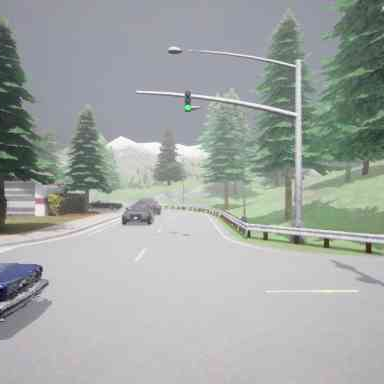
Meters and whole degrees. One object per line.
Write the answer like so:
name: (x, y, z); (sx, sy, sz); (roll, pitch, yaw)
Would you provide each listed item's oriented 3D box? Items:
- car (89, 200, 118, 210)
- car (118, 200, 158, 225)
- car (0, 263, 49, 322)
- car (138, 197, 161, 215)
car: (-11.147, 1.608, 41.838); (4.718, 1.301, 1.895); (0, 0, 14)
car: (-3.840, 1.564, 24.267); (1.994, 1.385, 4.181); (0, 0, -2)
car: (-5.095, 1.626, 5.683); (4.718, 1.301, 1.895); (0, 0, -1)
car: (-4.618, 1.352, 34.062); (2.097, 1.767, 4.553); (0, 0, -19)
